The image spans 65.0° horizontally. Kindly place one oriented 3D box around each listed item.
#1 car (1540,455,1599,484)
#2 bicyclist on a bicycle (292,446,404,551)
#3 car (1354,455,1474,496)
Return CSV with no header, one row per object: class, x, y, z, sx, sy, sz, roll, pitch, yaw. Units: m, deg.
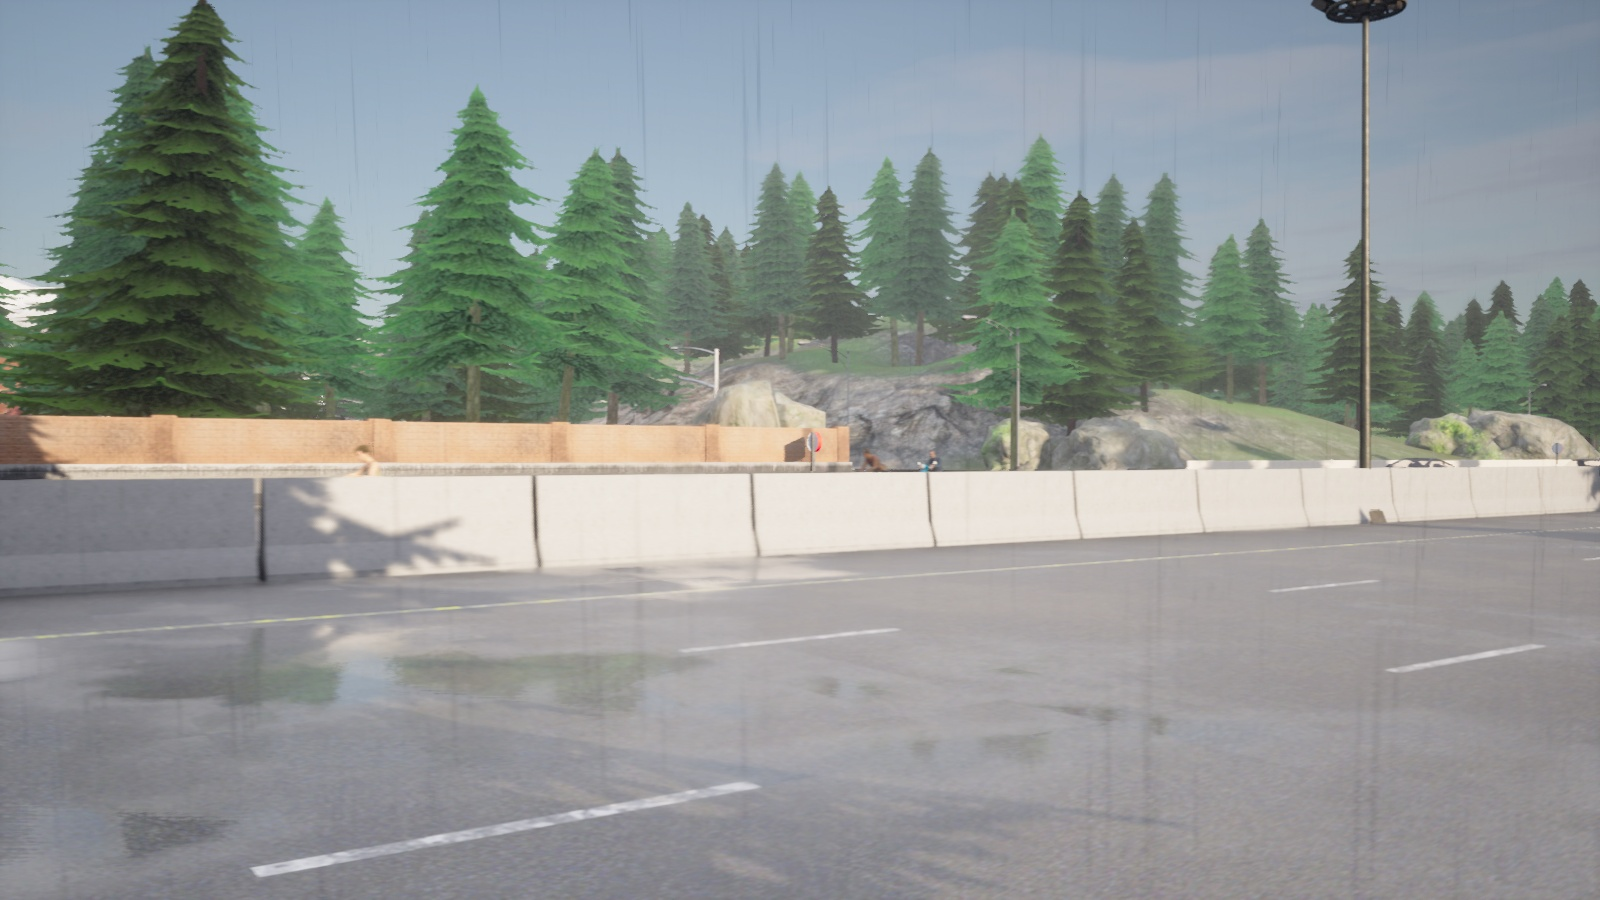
car,37.123,0.912,59.355,4.718,1.301,1.895,0,0,-35
bicyclist on a bicycle,-7.188,0.745,19.973,1.509,1.612,0.866,0,0,-35
car,21.709,0.872,44.360,4.181,1.385,1.994,0,0,-35
